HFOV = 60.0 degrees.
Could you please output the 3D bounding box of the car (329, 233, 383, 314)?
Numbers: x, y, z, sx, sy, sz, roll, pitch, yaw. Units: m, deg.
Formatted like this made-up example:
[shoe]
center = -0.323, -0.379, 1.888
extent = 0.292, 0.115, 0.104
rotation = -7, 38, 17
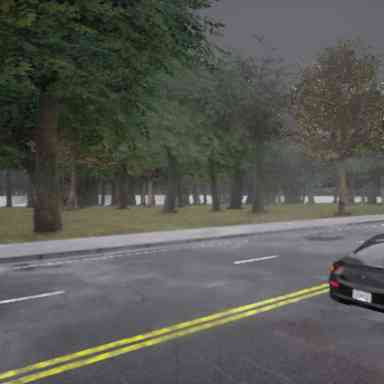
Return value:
[car]
center = 4.654, 1.527, 6.762
extent = 4.674, 1.442, 1.812
rotation = 0, 0, -35
